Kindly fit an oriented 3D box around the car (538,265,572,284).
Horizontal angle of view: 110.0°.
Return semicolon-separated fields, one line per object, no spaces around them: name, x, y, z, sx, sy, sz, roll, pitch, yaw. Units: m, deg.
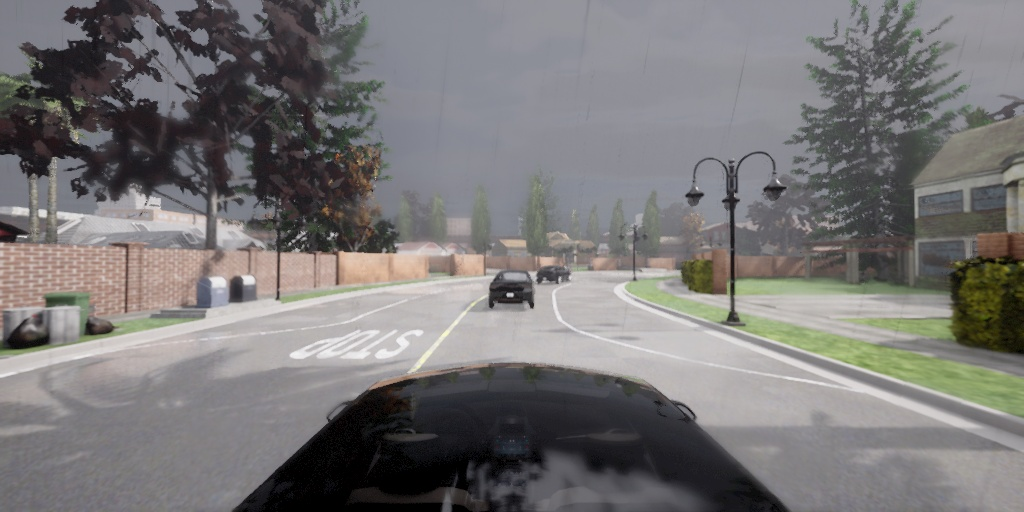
car;3.556;1.515;29.892;1.837;1.490;4.892;-1;0;25

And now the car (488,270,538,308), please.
car;0.103;1.364;16.251;1.882;1.535;5.008;0;0;4
